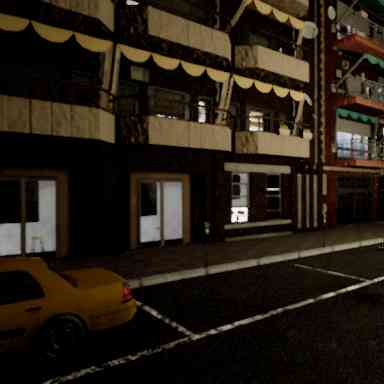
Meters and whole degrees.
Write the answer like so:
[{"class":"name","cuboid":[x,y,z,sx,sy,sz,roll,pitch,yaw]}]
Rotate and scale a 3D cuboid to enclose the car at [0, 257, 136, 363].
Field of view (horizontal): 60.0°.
[{"class":"car","cuboid":[-3.153,1.525,4.316,4.829,1.417,1.752,0,0,-36]}]
